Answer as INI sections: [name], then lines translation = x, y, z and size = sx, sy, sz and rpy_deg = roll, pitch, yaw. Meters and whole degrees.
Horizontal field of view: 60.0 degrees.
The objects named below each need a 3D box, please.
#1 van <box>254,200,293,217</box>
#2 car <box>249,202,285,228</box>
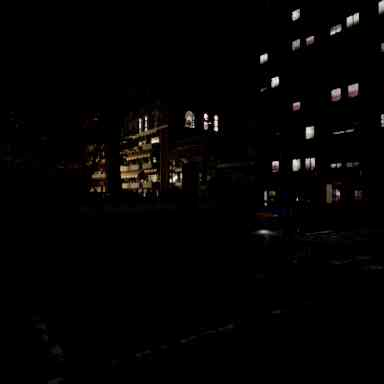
[van]
translation = 7.175, 1.642, 30.215
size = 1.690, 1.788, 3.998
rpy_deg = -1, 0, -36
[car]
translation = 4.086, 1.754, 24.632
size = 1.882, 1.535, 5.008
rpy_deg = 0, -1, -37
